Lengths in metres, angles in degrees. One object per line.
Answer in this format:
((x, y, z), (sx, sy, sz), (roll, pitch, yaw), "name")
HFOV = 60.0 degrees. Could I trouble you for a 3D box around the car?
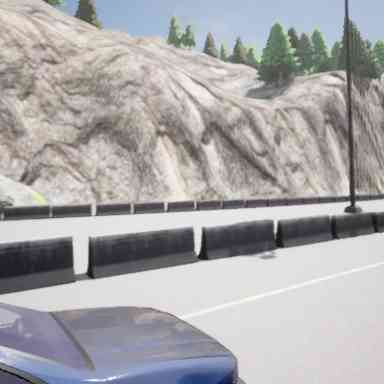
((-2.099, 1.551, 2.250), (5.357, 1.411, 2.033), (-1, 0, -36), "car")
